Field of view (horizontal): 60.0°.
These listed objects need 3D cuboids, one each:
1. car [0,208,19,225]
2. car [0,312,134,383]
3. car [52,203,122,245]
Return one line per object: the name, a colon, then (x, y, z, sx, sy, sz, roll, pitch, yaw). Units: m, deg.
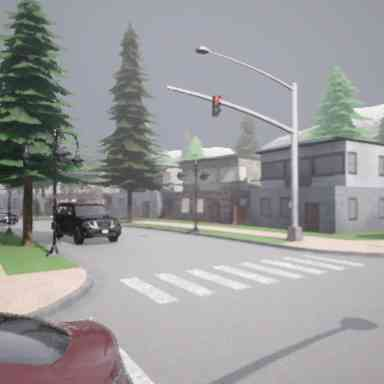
car: (-17.084, 2.131, 29.110, 4.902, 1.511, 2.128, -1, -2, 36)
car: (-2.643, 1.574, 1.915, 4.674, 1.442, 1.812, 1, -2, -30)
car: (-5.946, 1.623, 18.353, 2.150, 2.045, 5.566, 1, -2, -39)
